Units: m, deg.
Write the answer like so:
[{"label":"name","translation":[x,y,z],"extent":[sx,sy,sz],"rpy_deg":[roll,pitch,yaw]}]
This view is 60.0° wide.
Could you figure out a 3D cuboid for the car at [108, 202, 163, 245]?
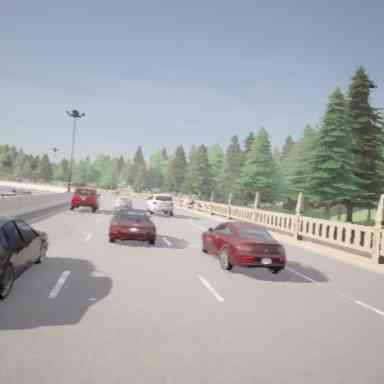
[{"label":"car","translation":[-2.770,1.459,15.328],"extent":[1.994,1.385,4.181],"rpy_deg":[5,0,-13]}]

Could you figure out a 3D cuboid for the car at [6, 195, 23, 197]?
[{"label":"car","translation":[-17.773,0.362,34.060],"extent":[1.895,1.301,4.718],"rpy_deg":[5,-1,-13]}]

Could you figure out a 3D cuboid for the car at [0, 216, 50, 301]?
[{"label":"car","translation":[-4.548,1.215,7.286],"extent":[2.033,1.411,5.357],"rpy_deg":[5,-1,-13]}]

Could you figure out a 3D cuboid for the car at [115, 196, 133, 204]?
[{"label":"car","translation":[-7.596,1.193,36.981],"extent":[1.812,1.442,4.674],"rpy_deg":[5,0,-13]}]

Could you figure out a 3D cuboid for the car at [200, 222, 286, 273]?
[{"label":"car","translation":[1.622,1.771,11.677],"extent":[1.812,1.442,4.674],"rpy_deg":[5,0,-13]}]

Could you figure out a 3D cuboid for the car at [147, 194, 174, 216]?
[{"label":"car","translation":[-3.212,1.240,33.460],"extent":[2.150,2.045,5.566],"rpy_deg":[5,0,-13]}]

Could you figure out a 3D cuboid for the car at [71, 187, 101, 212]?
[{"label":"car","translation":[-9.733,0.646,30.656],"extent":[2.150,2.045,5.566],"rpy_deg":[5,0,-13]}]
